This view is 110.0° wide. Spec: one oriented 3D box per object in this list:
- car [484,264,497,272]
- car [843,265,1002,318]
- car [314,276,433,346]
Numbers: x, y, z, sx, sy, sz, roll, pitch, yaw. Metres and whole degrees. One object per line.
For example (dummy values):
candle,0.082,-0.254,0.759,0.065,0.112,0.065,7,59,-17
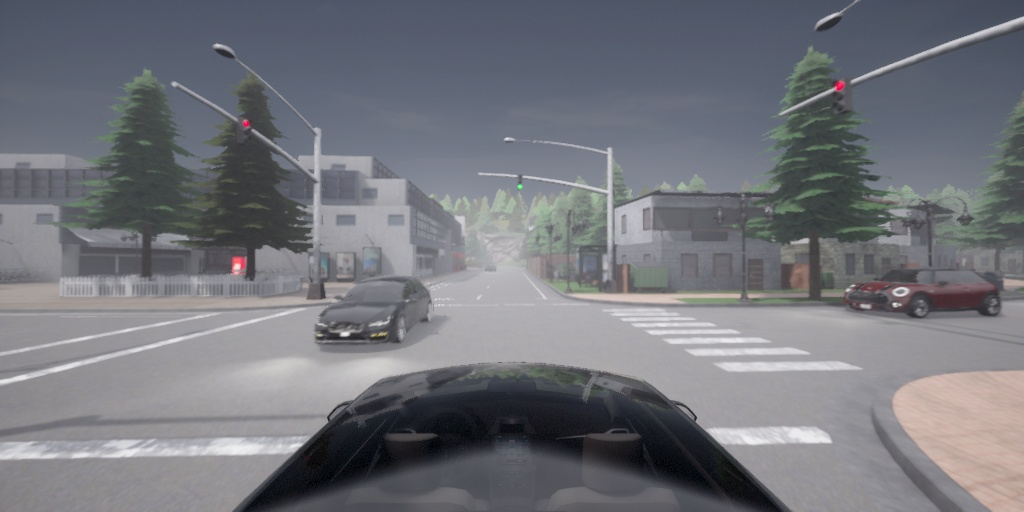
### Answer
car,-3.528,1.994,59.744,1.994,1.385,4.181,0,-1,0
car,14.881,1.220,13.168,4.553,1.767,2.097,0,-1,-8
car,-3.505,1.360,9.948,1.837,1.490,4.892,0,1,0
